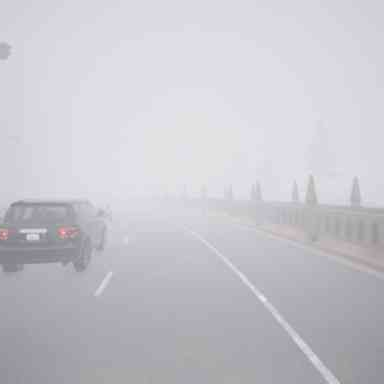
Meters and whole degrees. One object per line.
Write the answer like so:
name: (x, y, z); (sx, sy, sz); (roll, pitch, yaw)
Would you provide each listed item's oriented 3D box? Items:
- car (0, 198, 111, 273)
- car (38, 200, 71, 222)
car: (-4.238, 1.218, 10.920); (2.150, 2.045, 5.566); (0, 0, -6)
car: (-11.484, 1.515, 28.028); (2.128, 1.511, 4.902); (0, 0, -17)
